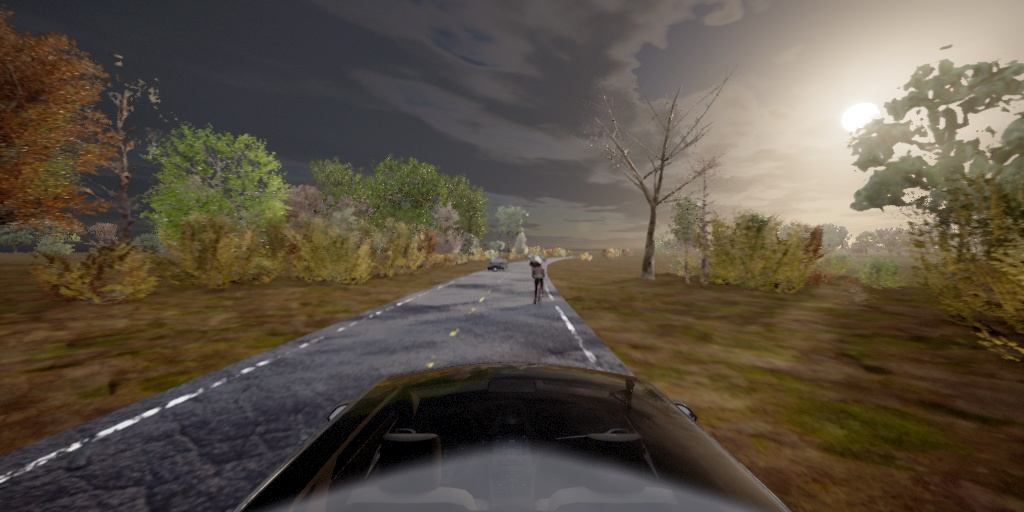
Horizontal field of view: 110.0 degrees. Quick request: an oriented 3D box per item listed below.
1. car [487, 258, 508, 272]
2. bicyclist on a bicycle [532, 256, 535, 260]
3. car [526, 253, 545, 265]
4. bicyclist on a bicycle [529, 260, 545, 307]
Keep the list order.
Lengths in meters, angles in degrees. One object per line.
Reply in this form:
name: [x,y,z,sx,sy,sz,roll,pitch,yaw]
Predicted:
car: [-1.448,0.896,38.588,2.033,1.411,5.357,0,1,5]
bicyclist on a bicycle: [1.446,0.884,23.860,0.659,1.776,1.843,0,1,3]
car: [3.712,0.701,56.559,1.812,1.442,4.674,0,1,7]
bicyclist on a bicycle: [1.021,1.074,13.735,0.582,1.620,1.656,0,0,2]
